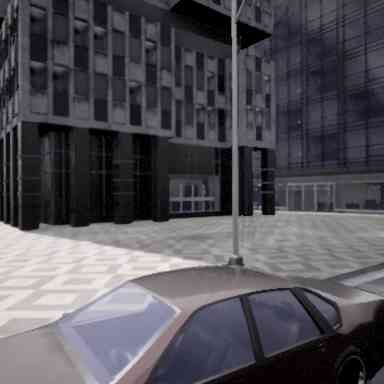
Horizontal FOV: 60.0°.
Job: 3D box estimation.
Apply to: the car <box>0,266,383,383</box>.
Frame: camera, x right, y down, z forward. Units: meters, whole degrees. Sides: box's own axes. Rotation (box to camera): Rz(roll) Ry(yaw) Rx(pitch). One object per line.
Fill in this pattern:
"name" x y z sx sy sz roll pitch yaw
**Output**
"car" 0.017 1.576 3.378 5.357 1.411 2.033 0 -1 -34
